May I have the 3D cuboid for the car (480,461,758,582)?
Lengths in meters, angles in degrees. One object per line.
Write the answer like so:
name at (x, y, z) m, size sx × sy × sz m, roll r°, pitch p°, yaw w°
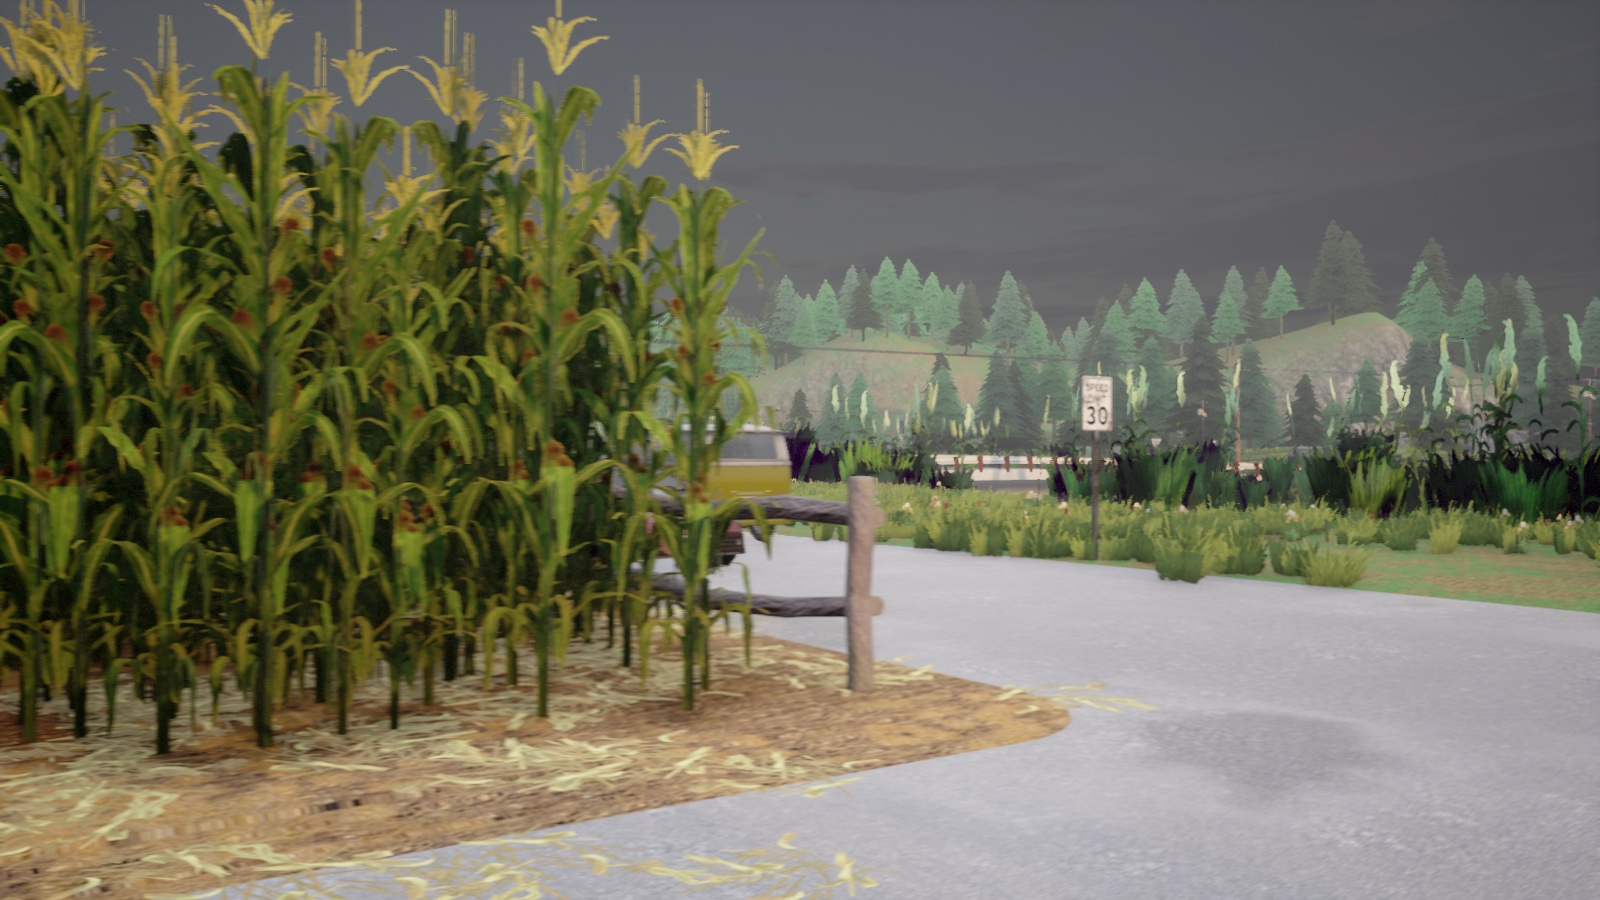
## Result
car at (-2.560, 0.852, 16.921) m, size 1.994 × 1.385 × 4.181 m, roll 0°, pitch 0°, yaw -36°

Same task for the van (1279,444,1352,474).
van at (35.084, 0.592, 85.519) m, size 1.775 × 1.987 × 4.442 m, roll 0°, pitch 0°, yaw -29°

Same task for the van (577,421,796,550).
van at (-2.070, 0.549, 21.636) m, size 1.775 × 1.987 × 4.442 m, roll 0°, pitch 0°, yaw -35°
